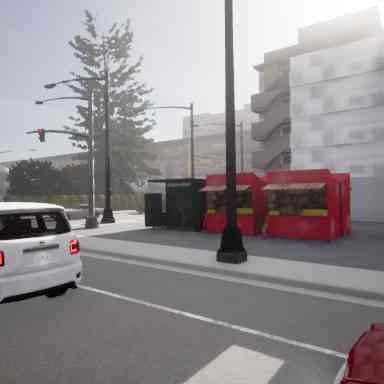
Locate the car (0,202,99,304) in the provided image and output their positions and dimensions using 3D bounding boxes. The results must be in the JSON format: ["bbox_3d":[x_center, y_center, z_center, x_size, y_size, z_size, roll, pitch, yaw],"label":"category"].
[{"bbox_3d":[-4.784,1.234,7.361,5.566,2.045,2.150,0,0,36],"label":"car"}]

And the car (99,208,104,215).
[{"bbox_3d":[-10.122,1.732,29.407,1.895,1.301,4.718,-1,-1,36],"label":"car"}]

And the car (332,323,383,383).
[{"bbox_3d":[3.232,1.601,1.679,4.718,1.301,1.895,0,0,35],"label":"car"}]

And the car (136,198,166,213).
[{"bbox_3d":[-4.161,1.482,37.621,2.097,1.767,4.553,-1,-1,36],"label":"car"}]
